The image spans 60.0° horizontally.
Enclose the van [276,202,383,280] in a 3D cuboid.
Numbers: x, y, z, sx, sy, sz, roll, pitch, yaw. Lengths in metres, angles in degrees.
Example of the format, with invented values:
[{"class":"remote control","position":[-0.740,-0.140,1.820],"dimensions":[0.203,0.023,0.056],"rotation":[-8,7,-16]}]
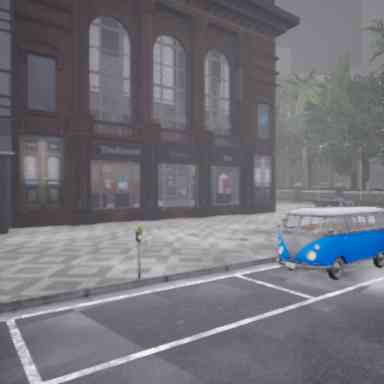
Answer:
[{"class":"van","position":[4.207,1.335,9.656],"dimensions":[3.998,1.788,1.690],"rotation":[0,0,-36]}]

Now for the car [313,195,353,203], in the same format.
[{"class":"car","position":[16.912,1.173,39.733],"dimensions":[1.837,1.490,4.892],"rotation":[0,3,-35]}]
